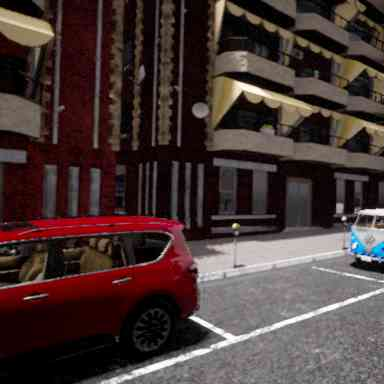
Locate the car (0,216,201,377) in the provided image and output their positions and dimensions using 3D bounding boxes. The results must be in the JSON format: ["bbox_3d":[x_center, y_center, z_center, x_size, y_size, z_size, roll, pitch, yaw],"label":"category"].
[{"bbox_3d":[-2.170,1.322,4.520,5.009,1.841,2.192,1,1,-36],"label":"car"}]

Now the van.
[{"bbox_3d":[6.827,1.448,10.949,3.998,1.788,1.690,1,1,-36],"label":"van"}]
